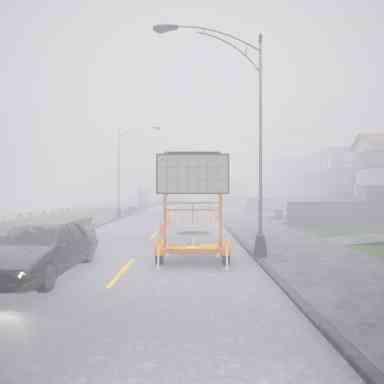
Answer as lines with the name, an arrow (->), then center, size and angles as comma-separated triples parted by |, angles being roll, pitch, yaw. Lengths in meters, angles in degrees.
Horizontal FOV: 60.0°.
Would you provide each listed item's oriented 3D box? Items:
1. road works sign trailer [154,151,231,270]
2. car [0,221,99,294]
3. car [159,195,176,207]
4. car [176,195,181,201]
road works sign trailer -> 0.022, 0.464, 11.029 | 2.380, 3.560, 2.880 | 0, 0, 0
car -> -4.083, 1.547, 9.152 | 2.033, 1.411, 5.357 | 0, 0, 0
car -> -3.983, 1.564, 52.293 | 1.994, 1.385, 4.181 | 0, 0, 0
car -> -3.818, 1.548, 88.750 | 2.033, 1.411, 5.357 | 0, 0, 0
